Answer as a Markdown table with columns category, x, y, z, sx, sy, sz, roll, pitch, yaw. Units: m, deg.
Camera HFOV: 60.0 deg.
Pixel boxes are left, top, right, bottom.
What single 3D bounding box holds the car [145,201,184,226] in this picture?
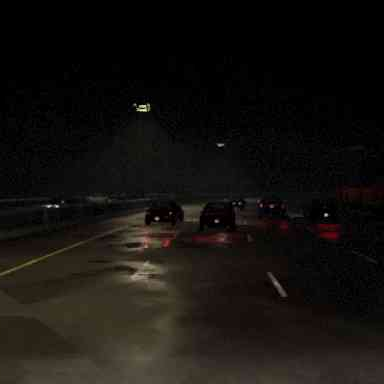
| category | x | y | z | sx | sy | sz | roll | pitch | yaw |
| --- | --- | --- | --- | --- | --- | --- | --- | --- | --- |
| car | -1.691 | 1.315 | 21.273 | 1.812 | 1.442 | 4.674 | 0 | 1 | 8 |

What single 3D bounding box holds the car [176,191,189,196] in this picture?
| category | x | y | z | sx | sy | sz | roll | pitch | yaw |
| --- | --- | --- | --- | --- | --- | --- | --- | --- | --- |
| car | -2.241 | 0.371 | 84.538 | 2.097 | 1.767 | 4.553 | 0 | 1 | 28 |

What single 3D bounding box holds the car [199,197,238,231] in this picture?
| category | x | y | z | sx | sy | sz | roll | pitch | yaw |
| --- | --- | --- | --- | --- | --- | --- | --- | --- | --- |
| car | 1.543 | 1.297 | 19.139 | 1.882 | 1.535 | 5.008 | 0 | 1 | 7 |

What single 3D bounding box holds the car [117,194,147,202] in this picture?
| category | x | y | z | sx | sy | sz | roll | pitch | yaw |
| --- | --- | --- | --- | --- | --- | --- | --- | --- | --- |
| car | -7.638 | 1.055 | 44.324 | 1.837 | 1.490 | 4.892 | 0 | 1 | 16 |

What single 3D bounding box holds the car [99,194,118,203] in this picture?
| category | x | y | z | sx | sy | sz | roll | pitch | yaw |
| --- | --- | --- | --- | --- | --- | --- | --- | --- | --- |
| car | -10.480 | 1.007 | 47.096 | 2.128 | 1.511 | 4.902 | 0 | 1 | 17 |

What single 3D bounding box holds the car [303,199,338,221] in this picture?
| category | x | y | z | sx | sy | sz | roll | pitch | yaw |
| --- | --- | --- | --- | --- | --- | --- | --- | --- | --- |
| car | 9.543 | 1.292 | 24.974 | 1.837 | 1.490 | 4.892 | 0 | 1 | 10 |

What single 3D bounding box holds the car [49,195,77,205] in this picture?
| category | x | y | z | sx | sy | sz | roll | pitch | yaw |
| --- | --- | --- | --- | --- | --- | --- | --- | --- | --- |
| car | -17.960 | 1.066 | 46.335 | 1.994 | 1.385 | 4.181 | 0 | 0 | 16 |

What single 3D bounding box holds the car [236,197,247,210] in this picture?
| category | x | y | z | sx | sy | sz | roll | pitch | yaw |
| --- | --- | --- | --- | --- | --- | --- | --- | --- | --- |
| car | 4.882 | 1.211 | 36.430 | 2.033 | 1.411 | 5.357 | 0 | 1 | 14 |

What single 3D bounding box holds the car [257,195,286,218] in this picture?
| category | x | y | z | sx | sy | sz | roll | pitch | yaw |
| --- | --- | --- | --- | --- | --- | --- | --- | --- | --- |
| car | 6.398 | 1.110 | 27.059 | 2.097 | 1.767 | 4.553 | 0 | 1 | 11 |

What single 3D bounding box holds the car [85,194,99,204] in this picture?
| category | x | y | z | sx | sy | sz | roll | pitch | yaw |
| --- | --- | --- | --- | --- | --- | --- | --- | --- | --- |
| car | -13.685 | 1.018 | 48.562 | 1.812 | 1.442 | 4.674 | 0 | 0 | 17 |
